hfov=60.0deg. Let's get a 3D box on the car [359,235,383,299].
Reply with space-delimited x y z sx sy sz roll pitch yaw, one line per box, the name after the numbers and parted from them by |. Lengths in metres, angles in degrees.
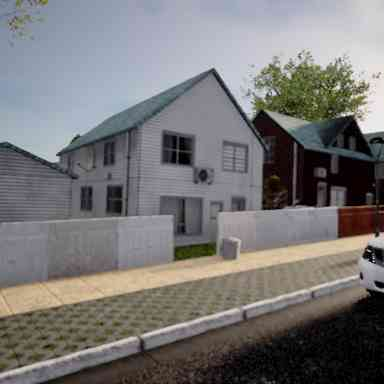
5.982 1.225 7.349 5.566 2.045 2.150 0 0 -36 | car
